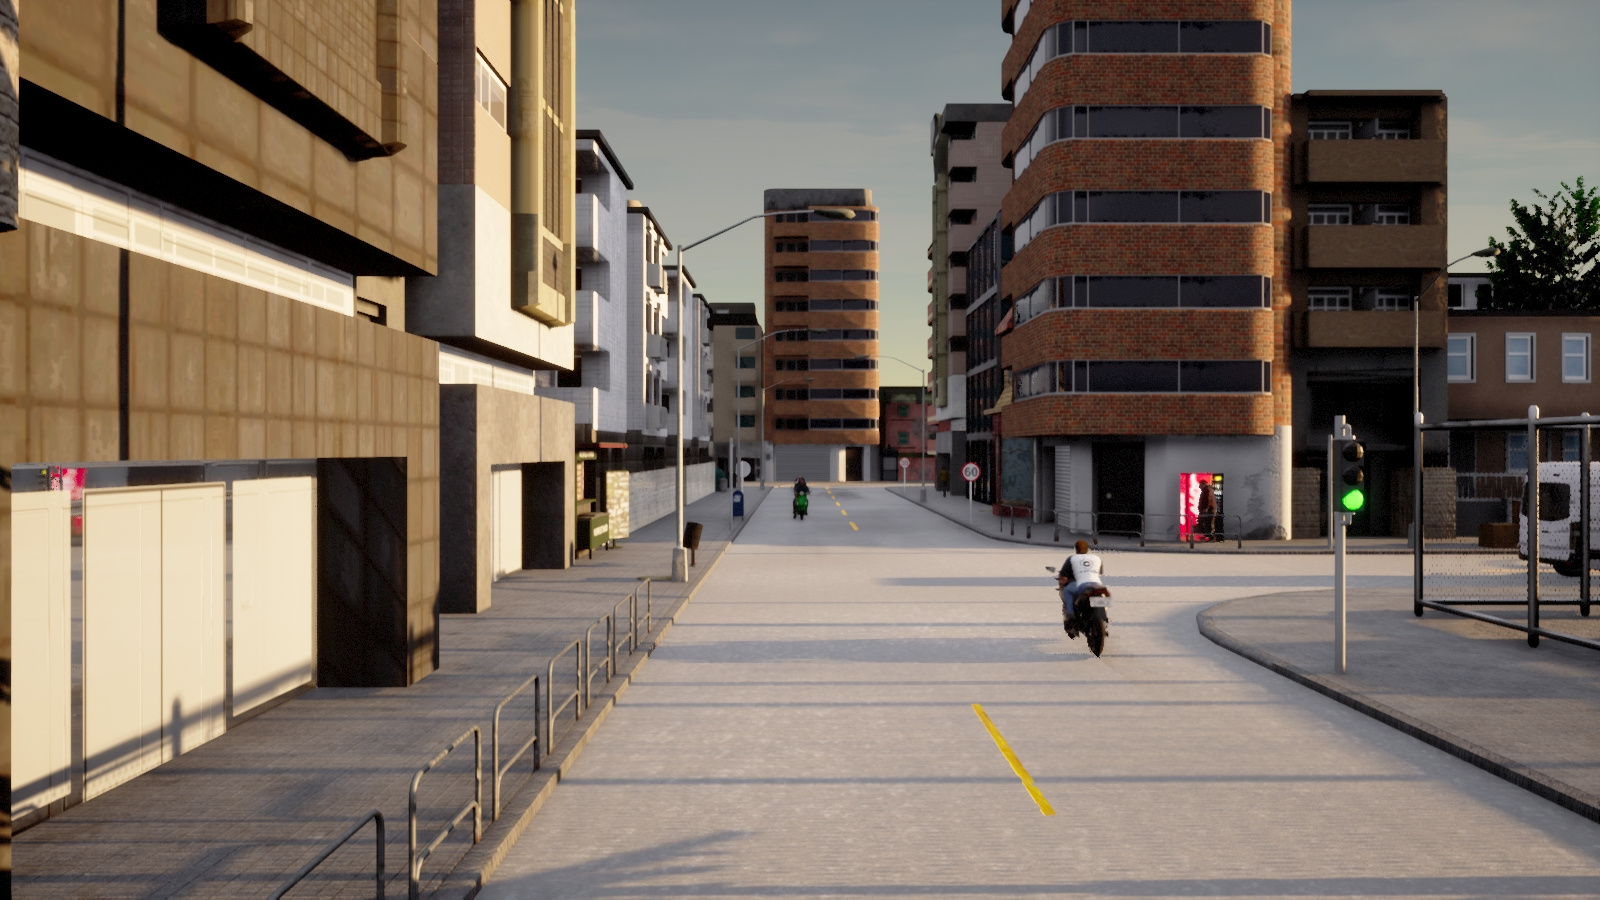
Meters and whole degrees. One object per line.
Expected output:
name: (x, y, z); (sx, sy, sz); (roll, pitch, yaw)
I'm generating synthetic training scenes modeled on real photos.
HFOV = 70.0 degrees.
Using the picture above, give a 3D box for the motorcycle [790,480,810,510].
motorcycle: (0.019, 1.970, 50.389); (0.856, 1.236, 1.805); (0, 0, 0)

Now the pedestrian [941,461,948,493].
pedestrian: (8.206, 1.534, 65.032); (0.375, 1.860, 0.375); (0, 0, 4)

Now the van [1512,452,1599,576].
van: (18.896, 1.319, 24.582); (5.915, 2.561, 1.988); (0, 0, 0)

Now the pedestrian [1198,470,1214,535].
pedestrian: (11.770, 1.522, 33.106); (0.375, 1.860, 0.375); (0, 0, 10)

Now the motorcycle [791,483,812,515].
motorcycle: (0.063, 1.970, 46.521); (0.856, 1.236, 1.805); (0, 0, 0)

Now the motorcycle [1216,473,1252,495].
motorcycle: (25.271, 1.973, 66.547); (1.805, 1.236, 0.856); (0, 0, 2)

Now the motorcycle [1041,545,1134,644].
motorcycle: (4.016, 1.996, 16.128); (0.803, 1.145, 2.033); (0, 0, 0)
